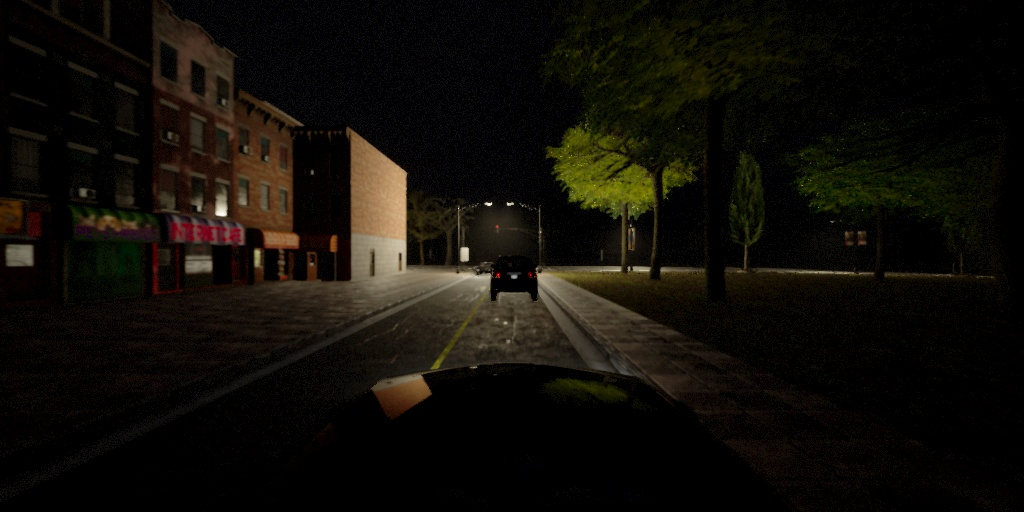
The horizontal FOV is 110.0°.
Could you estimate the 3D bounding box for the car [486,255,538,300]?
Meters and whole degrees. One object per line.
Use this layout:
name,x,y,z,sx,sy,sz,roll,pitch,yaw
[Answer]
car,0.095,0.990,17.944,2.150,2.045,5.566,0,0,0

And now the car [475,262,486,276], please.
car,-2.800,1.370,38.375,1.837,1.490,4.892,0,-1,0
